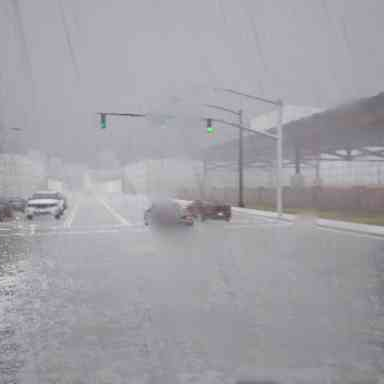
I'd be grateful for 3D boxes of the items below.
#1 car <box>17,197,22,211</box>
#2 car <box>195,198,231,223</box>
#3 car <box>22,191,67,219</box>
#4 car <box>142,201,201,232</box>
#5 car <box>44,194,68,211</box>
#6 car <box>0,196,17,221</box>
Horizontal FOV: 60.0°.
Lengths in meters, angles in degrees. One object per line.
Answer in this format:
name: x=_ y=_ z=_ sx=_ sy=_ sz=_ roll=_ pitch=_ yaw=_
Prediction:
car: x=-16.929 y=1.222 z=31.955 sx=1.994 sy=1.385 sz=4.181 roll=-1 pitch=1 yaw=-17
car: x=0.949 y=1.154 z=22.418 sx=1.882 sy=1.535 sz=5.008 roll=-1 pitch=1 yaw=-18
car: x=-11.356 y=0.929 z=26.008 sx=2.150 sy=2.045 sz=5.566 roll=-1 pitch=1 yaw=-17
car: x=-1.477 y=1.298 z=18.520 sx=2.033 sy=1.411 sz=5.357 roll=-1 pitch=1 yaw=-18
car: x=-14.255 y=1.072 z=35.094 sx=1.882 sy=1.535 sz=5.008 roll=-1 pitch=1 yaw=-17
car: x=-14.305 y=1.113 z=23.725 sx=2.097 sy=1.767 sz=4.553 roll=-1 pitch=1 yaw=-17
